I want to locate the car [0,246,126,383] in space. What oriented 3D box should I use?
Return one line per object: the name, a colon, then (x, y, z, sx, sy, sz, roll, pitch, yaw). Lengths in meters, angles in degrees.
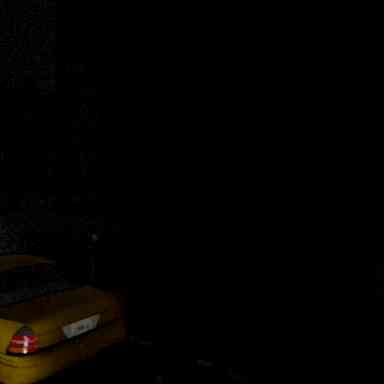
car: (-3.162, 1.542, 5.230, 4.829, 1.417, 1.752, 0, 0, 36)
